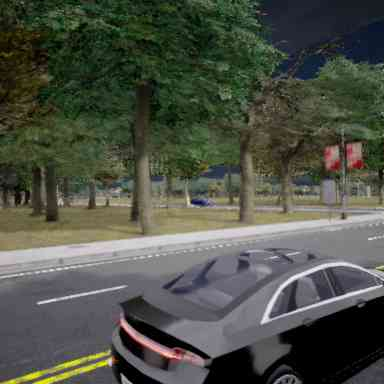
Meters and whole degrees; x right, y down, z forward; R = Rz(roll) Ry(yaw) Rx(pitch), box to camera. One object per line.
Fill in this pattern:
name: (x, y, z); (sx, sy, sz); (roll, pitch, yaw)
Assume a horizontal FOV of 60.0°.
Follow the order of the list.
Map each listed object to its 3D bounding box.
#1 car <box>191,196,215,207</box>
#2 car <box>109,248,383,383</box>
car: (1.983, 1.854, 63.657); (2.150, 2.045, 5.566); (0, -1, -36)
car: (1.374, 1.523, 4.467); (4.902, 1.511, 2.128); (-1, -1, -37)
